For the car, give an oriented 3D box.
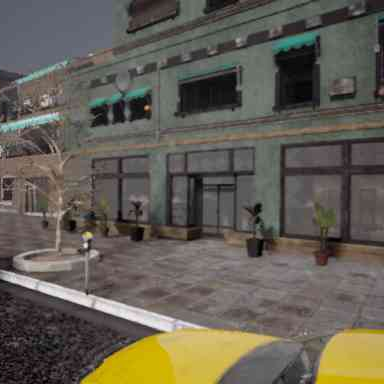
[{"bbox_3d":[1.184,1.525,2.026,4.829,1.417,1.752,0,1,36],"label":"car"}]
